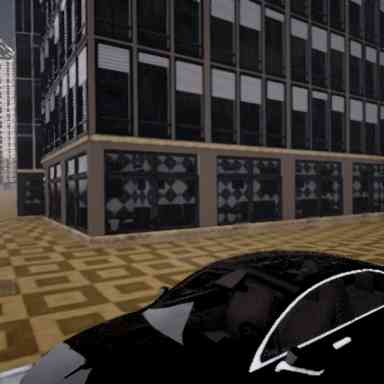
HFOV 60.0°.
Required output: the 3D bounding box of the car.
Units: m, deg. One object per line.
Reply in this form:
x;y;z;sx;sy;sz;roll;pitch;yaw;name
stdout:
0.824;1.486;3.556;4.892;1.490;1.837;0;0;-34;car
